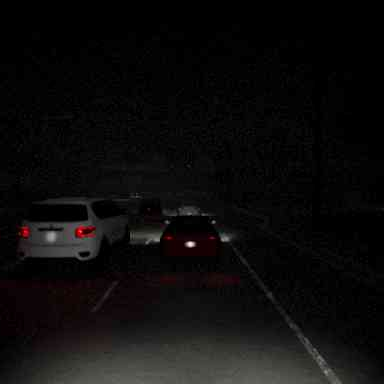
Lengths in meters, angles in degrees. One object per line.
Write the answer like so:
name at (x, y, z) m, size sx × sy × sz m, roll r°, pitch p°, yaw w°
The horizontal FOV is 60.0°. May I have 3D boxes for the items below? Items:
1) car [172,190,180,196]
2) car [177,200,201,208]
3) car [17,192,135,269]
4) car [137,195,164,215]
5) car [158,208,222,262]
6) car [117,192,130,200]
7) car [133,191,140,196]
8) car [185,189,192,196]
car at (-4.520, 0.191, 92.004) m, size 2.097 × 1.767 × 4.553 m, roll 0°, pitch 1°, yaw -1°
car at (-0.225, 1.372, 27.010) m, size 1.812 × 1.442 × 4.674 m, roll 0°, pitch 1°, yaw 0°
car at (-3.550, 1.159, 11.042) m, size 2.150 × 2.045 × 5.566 m, roll 0°, pitch 0°, yaw 0°
car at (-3.758, 1.297, 31.165) m, size 1.882 × 1.535 × 5.008 m, roll 0°, pitch 0°, yaw -1°
car at (-0.056, 1.498, 11.827) m, size 1.994 × 1.385 × 4.181 m, roll 0°, pitch 0°, yaw 0°
car at (-14.805, 0.811, 72.501) m, size 1.837 × 1.490 × 4.892 m, roll 0°, pitch 1°, yaw -1°
car at (-14.979, 0.436, 88.254) m, size 1.837 × 1.490 × 4.892 m, roll 0°, pitch 1°, yaw -1°
car at (-1.021, 0.361, 92.110) m, size 1.812 × 1.442 × 4.674 m, roll 0°, pitch 1°, yaw -1°
